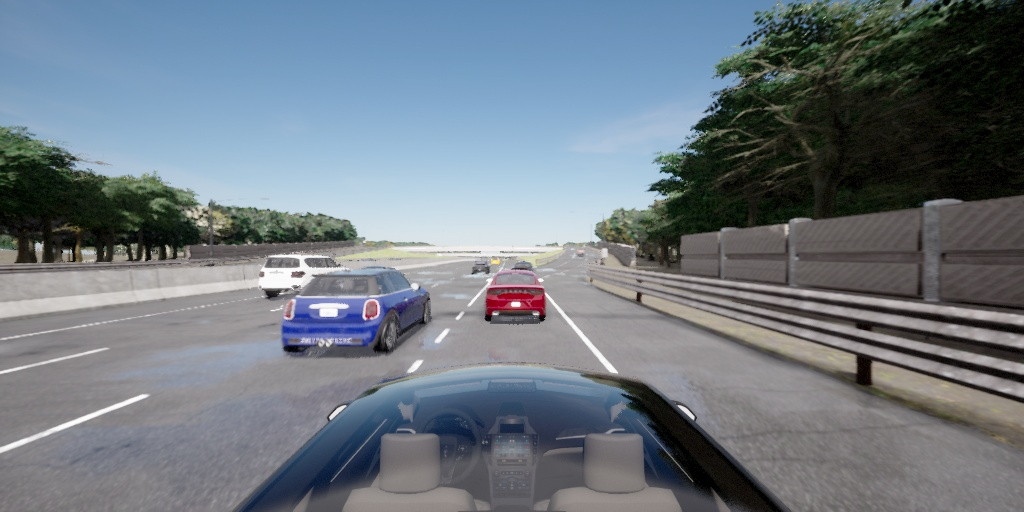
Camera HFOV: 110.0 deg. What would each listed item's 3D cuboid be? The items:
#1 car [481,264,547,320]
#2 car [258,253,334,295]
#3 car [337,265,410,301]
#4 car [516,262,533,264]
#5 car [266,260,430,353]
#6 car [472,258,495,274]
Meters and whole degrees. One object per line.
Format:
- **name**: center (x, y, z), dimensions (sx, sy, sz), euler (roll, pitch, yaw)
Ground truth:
- **car**: center (0.114, 1.229, 12.702), dimensions (1.882, 1.535, 5.008), euler (0, 0, 0)
- **car**: center (-10.373, 0.973, 18.489), dimensions (2.150, 2.045, 5.566), euler (0, 0, 0)
- **car**: center (-6.873, 1.257, 18.418), dimensions (1.837, 1.490, 4.892), euler (0, 0, 0)
- **car**: center (1.103, 1.261, 30.907), dimensions (1.837, 1.490, 4.892), euler (0, 0, 8)
- **car**: center (-3.495, 1.103, 8.970), dimensions (2.097, 1.767, 4.553), euler (0, 0, 0)
- **car**: center (-3.429, 1.249, 40.874), dimensions (2.128, 1.511, 4.902), euler (0, 0, 0)
